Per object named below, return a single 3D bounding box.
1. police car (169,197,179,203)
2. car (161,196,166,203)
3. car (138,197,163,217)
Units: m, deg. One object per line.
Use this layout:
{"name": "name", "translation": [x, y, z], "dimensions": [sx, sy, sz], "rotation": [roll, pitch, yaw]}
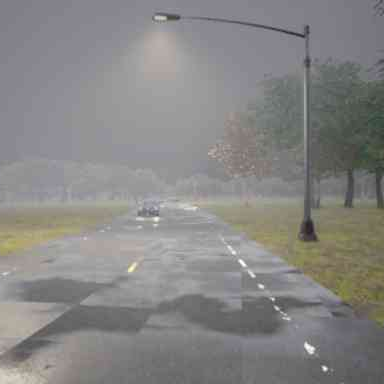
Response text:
{"name": "police car", "translation": [-4.606, 2.180, 91.212], "dimensions": [1.930, 1.638, 5.238], "rotation": [0, -1, -7]}
{"name": "car", "translation": [-7.431, 2.117, 75.637], "dimensions": [1.895, 1.301, 4.718], "rotation": [0, 0, -6]}
{"name": "car", "translation": [-4.486, 1.639, 35.049], "dimensions": [2.097, 1.767, 4.553], "rotation": [0, 0, -3]}
